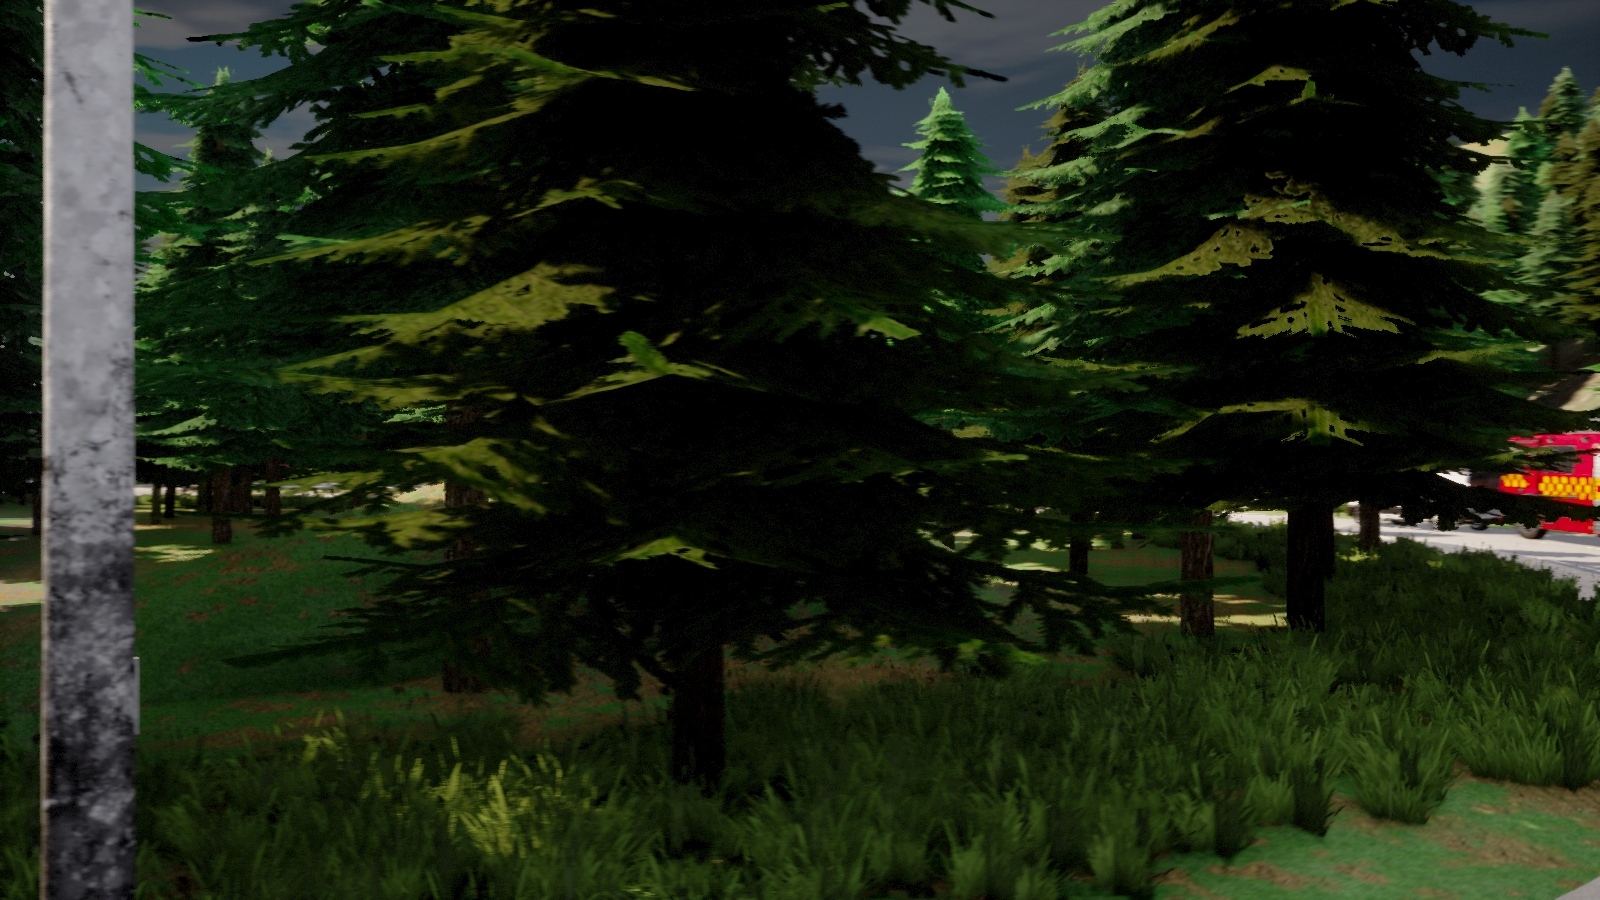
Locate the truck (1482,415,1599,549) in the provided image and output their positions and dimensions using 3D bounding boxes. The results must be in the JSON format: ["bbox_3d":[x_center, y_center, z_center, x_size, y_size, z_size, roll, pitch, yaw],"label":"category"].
[{"bbox_3d":[24.267,0.916,34.264,2.891,3.827,8.468,0,0,2],"label":"truck"}]
